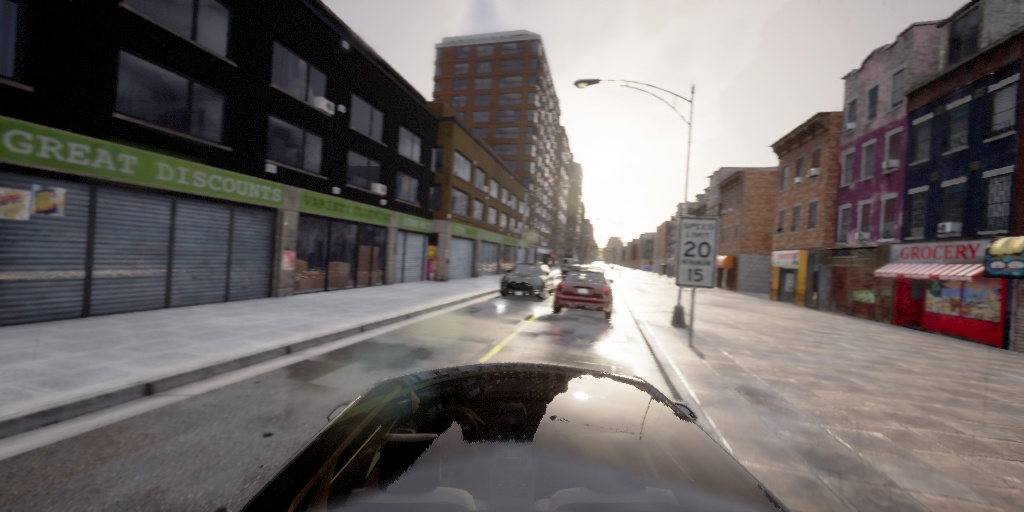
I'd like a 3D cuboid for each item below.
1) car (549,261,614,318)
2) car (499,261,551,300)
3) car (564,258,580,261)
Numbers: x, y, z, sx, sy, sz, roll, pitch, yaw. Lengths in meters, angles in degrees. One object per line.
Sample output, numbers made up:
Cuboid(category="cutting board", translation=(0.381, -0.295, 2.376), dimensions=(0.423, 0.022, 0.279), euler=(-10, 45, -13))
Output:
Cuboid(category="car", translation=(2.971, 1.266, 14.423), dimensions=(2.097, 1.767, 4.553), euler=(4, 0, 14))
Cuboid(category="car", translation=(0.883, 1.125, 18.188), dimensions=(2.097, 1.767, 4.553), euler=(4, 0, 14))
Cuboid(category="car", translation=(6.892, 1.333, 41.661), dimensions=(2.150, 2.045, 5.566), euler=(4, 0, 14))
